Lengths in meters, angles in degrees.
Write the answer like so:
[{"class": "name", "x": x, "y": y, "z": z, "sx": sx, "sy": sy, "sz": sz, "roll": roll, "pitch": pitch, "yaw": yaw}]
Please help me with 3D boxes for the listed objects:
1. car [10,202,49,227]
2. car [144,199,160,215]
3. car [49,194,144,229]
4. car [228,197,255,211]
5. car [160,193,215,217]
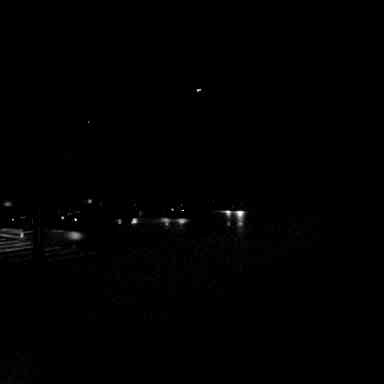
[{"class": "car", "x": -9.630, "y": 1.457, "z": 22.460, "sx": 1.837, "sy": 1.490, "sz": 4.892, "roll": 0, "pitch": 0, "yaw": 35}, {"class": "car", "x": -4.169, "y": 1.390, "z": 30.157, "sx": 1.882, "sy": 1.535, "sz": 5.008, "roll": 0, "pitch": 0, "yaw": 35}, {"class": "car", "x": -6.044, "y": 1.160, "z": 21.894, "sx": 2.150, "sy": 2.045, "sz": 5.566, "roll": 0, "pitch": 0, "yaw": 35}, {"class": "car", "x": 6.012, "y": 1.355, "z": 38.875, "sx": 1.837, "sy": 1.490, "sz": 4.892, "roll": 0, "pitch": 0, "yaw": 36}, {"class": "car", "x": -0.047, "y": 1.117, "z": 30.347, "sx": 2.150, "sy": 2.045, "sz": 5.566, "roll": 0, "pitch": 0, "yaw": 35}]
